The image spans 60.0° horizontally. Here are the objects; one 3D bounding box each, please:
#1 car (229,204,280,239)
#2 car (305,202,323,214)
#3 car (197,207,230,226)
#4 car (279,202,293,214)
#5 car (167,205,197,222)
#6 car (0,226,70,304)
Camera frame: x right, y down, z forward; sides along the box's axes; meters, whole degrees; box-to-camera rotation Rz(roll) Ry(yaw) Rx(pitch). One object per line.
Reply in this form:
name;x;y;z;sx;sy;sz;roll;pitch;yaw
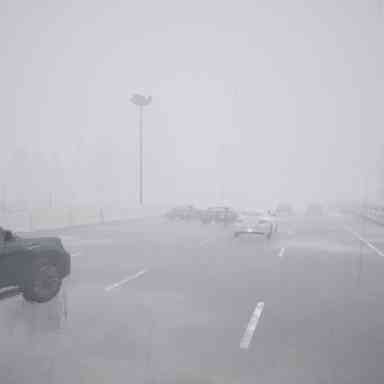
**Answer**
car;3.507;1.607;17.984;1.812;1.442;4.674;0;-1;19
car;15.444;1.969;42.046;1.882;1.535;5.008;0;-1;19
car;2.187;1.754;24.937;1.895;1.301;4.718;0;-1;19
car;11.576;2.008;41.566;2.033;1.411;5.357;0;-1;19
car;-0.413;1.786;28.147;1.895;1.301;4.718;0;-1;19
car;-4.494;1.223;5.424;2.150;2.045;5.566;0;0;19
